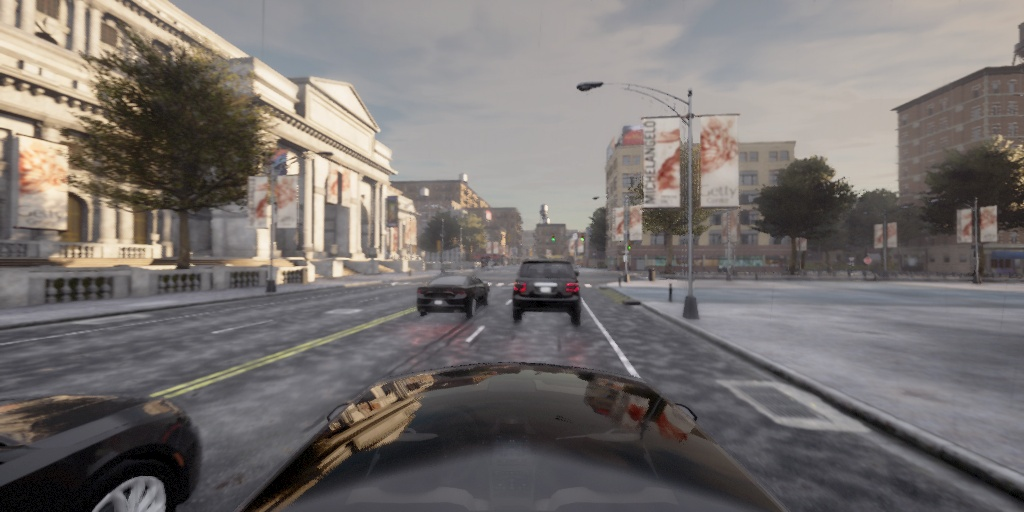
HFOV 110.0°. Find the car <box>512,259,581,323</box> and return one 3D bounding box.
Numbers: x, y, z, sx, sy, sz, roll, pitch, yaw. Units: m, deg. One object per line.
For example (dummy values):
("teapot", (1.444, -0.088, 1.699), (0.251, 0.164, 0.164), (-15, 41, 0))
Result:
("car", (1.291, 1.124, 13.166), (2.150, 2.045, 5.566), (0, -1, 6))

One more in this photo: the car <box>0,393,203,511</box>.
("car", (-3.207, 1.230, 0.676), (1.837, 1.490, 4.892), (0, 0, -1))

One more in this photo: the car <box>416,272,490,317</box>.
("car", (-2.105, 1.378, 14.065), (1.882, 1.535, 5.008), (0, -1, 6))
